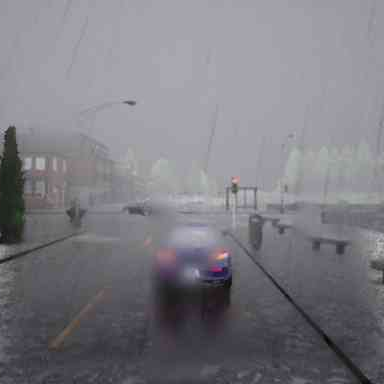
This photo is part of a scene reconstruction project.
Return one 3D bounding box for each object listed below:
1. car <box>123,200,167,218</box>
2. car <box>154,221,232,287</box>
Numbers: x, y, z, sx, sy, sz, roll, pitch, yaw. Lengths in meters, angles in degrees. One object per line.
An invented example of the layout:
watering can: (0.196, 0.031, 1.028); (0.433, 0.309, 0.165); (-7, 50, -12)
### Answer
car: (-4.446, 1.519, 30.827); (4.902, 1.511, 2.128); (0, -1, 42)
car: (0.040, 1.534, 9.217); (1.812, 1.442, 4.674); (0, 0, 1)
